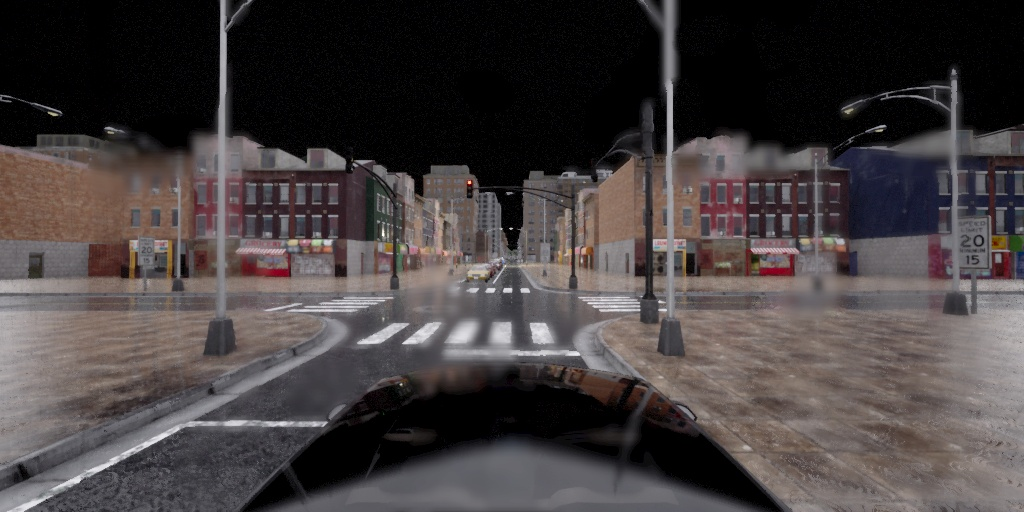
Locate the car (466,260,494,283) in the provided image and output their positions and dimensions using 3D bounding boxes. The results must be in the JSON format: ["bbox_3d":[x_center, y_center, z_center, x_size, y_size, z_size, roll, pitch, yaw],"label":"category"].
[{"bbox_3d":[-2.636,1.292,28.675,1.751,1.417,4.829,0,0,0],"label":"car"}]

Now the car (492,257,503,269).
[{"bbox_3d":[-2.636,1.250,51.265,1.967,1.591,4.097,0,0,0],"label":"car"}]

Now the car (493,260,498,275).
[{"bbox_3d":[-2.636,1.320,34.450,1.888,1.381,4.507,0,0,0],"label":"car"}]

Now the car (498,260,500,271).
[{"bbox_3d":[-2.636,1.367,40.055,1.802,1.307,4.207,0,0,0],"label":"car"}]

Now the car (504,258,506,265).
[{"bbox_3d":[-2.637,1.154,62.476,2.192,1.841,5.009,0,0,0],"label":"car"}]
